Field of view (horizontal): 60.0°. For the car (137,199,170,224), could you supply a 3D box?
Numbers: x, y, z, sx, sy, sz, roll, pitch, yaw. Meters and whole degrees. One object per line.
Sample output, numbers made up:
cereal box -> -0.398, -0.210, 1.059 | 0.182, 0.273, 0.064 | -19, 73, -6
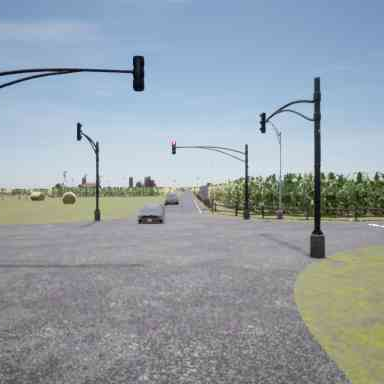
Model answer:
car -> -2.979, 1.555, 25.341 | 2.033, 1.411, 5.357 | 0, 0, -2

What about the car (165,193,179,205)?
car -> -3.320, 1.276, 56.145 | 2.150, 2.045, 5.566 | 0, 2, 0
